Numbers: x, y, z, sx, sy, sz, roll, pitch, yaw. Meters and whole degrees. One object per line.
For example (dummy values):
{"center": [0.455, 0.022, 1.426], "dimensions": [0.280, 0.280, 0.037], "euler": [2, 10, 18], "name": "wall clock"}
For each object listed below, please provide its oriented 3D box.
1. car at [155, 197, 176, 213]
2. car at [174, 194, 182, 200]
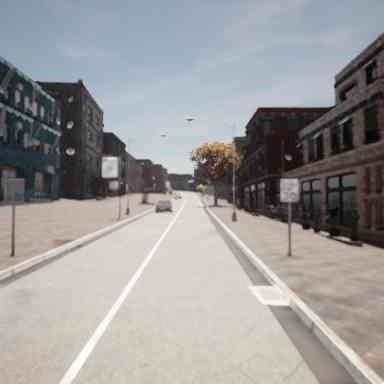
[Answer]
{"center": [-3.138, 1.627, 38.064], "dimensions": [1.837, 1.490, 4.892], "euler": [0, 0, 0], "name": "car"}
{"center": [-3.325, 1.262, 80.170], "dimensions": [1.994, 1.385, 4.181], "euler": [0, 1, 0], "name": "car"}
